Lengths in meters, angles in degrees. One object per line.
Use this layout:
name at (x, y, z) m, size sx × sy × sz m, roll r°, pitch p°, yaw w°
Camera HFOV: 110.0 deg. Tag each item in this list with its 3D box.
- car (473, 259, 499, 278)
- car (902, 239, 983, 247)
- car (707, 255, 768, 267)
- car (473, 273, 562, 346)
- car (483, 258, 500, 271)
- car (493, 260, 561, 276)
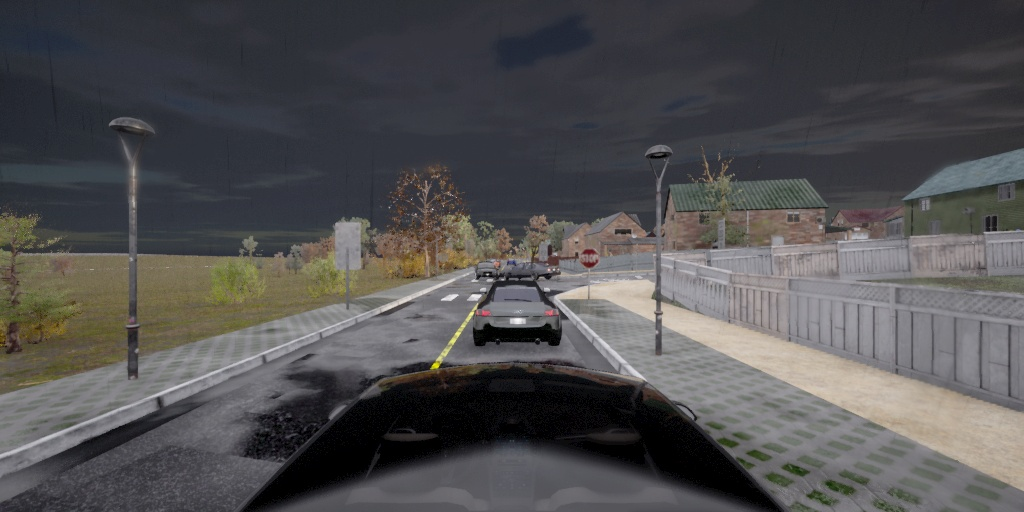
car at (-2.299, 1.258, 31.322) m, size 1.837 × 1.490 × 4.892 m, roll 0°, pitch 0°, yaw -8°
car at (23.857, -0.208, 20.409) m, size 4.902 × 1.511 × 2.128 m, roll -3°, pitch 0°, yaw 14°
car at (14.353, 0.413, 22.815) m, size 4.181 × 1.385 × 1.994 m, roll -3°, pitch 0°, yaw 16°
car at (0.089, 1.313, 9.400) m, size 1.994 × 1.385 × 4.181 m, roll 0°, pitch 0°, yaw -1°
car at (-2.928, 1.121, 51.139) m, size 2.097 × 1.767 × 4.553 m, roll 0°, pitch 0°, yaw 1°
car at (1.293, 1.198, 28.417) m, size 5.357 × 1.411 × 2.033 m, roll -4°, pitch -3°, yaw 43°
